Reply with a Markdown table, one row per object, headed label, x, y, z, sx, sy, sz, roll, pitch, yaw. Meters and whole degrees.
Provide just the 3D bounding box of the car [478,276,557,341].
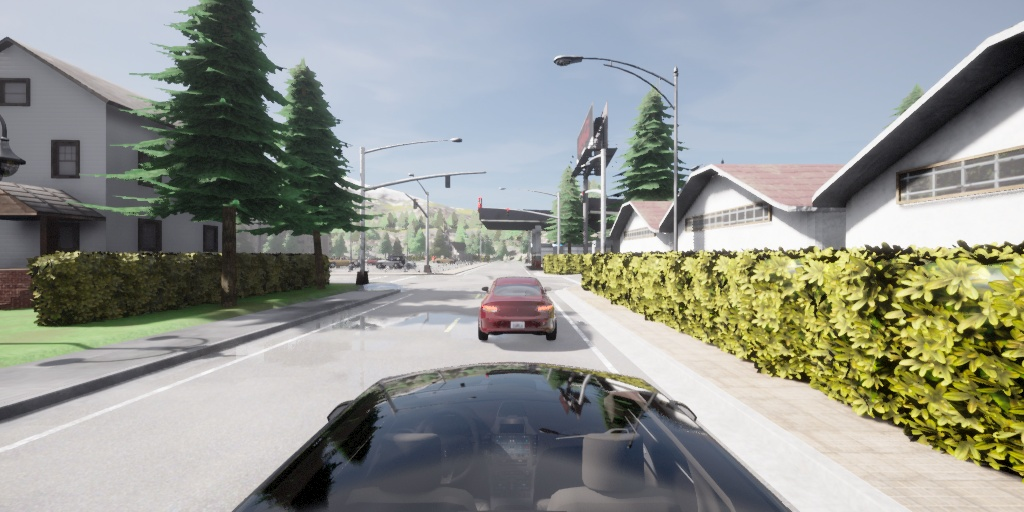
| label | x | y | z | sx | sy | sz | roll | pitch | yaw |
| --- | --- | --- | --- | --- | --- | --- | --- | --- | --- |
| car | 0.127 | 1.276 | 9.791 | 1.812 | 1.442 | 4.674 | 0 | 0 | 0 |
